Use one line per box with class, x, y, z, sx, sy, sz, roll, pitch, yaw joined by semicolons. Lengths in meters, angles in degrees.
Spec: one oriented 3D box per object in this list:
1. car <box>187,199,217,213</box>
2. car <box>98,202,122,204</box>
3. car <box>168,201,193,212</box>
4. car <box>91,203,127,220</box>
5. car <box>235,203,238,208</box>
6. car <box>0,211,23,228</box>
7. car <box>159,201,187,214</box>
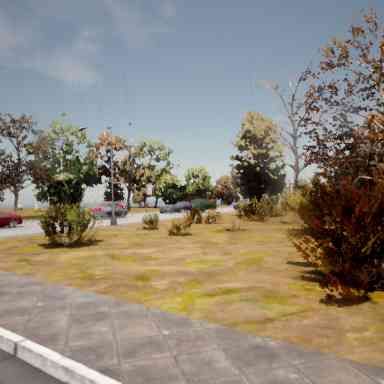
car;1.746;2.067;50.337;2.150;2.045;5.566;-3;-2;32
car;-11.215;2.311;43.143;2.150;2.045;5.566;-3;-2;32
car;-1.892;2.555;57.912;2.097;1.767;4.553;-3;-2;32
car;-9.622;2.440;39.085;1.812;1.442;4.674;-3;-2;32
car;9.369;2.570;62.406;1.895;1.301;4.718;-3;-2;33
car;-16.879;2.357;27.796;1.882;1.535;5.008;-3;-2;34
car;-3.075;2.549;49.515;1.994;1.385;4.181;-3;-2;32
